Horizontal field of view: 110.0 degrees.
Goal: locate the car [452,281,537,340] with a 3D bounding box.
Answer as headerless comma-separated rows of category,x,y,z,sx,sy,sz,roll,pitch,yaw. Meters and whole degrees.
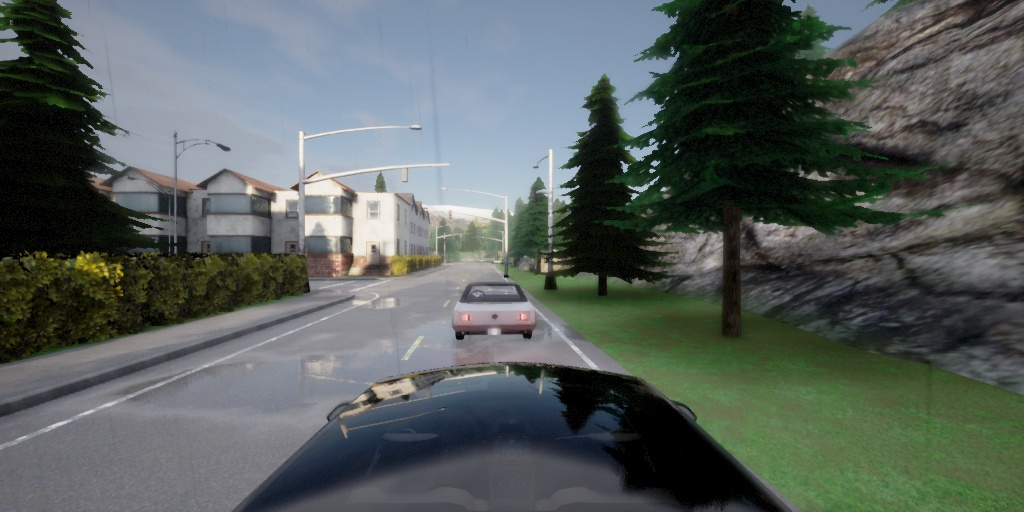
car,-0.533,1.351,9.979,1.895,1.301,4.718,0,0,-4
